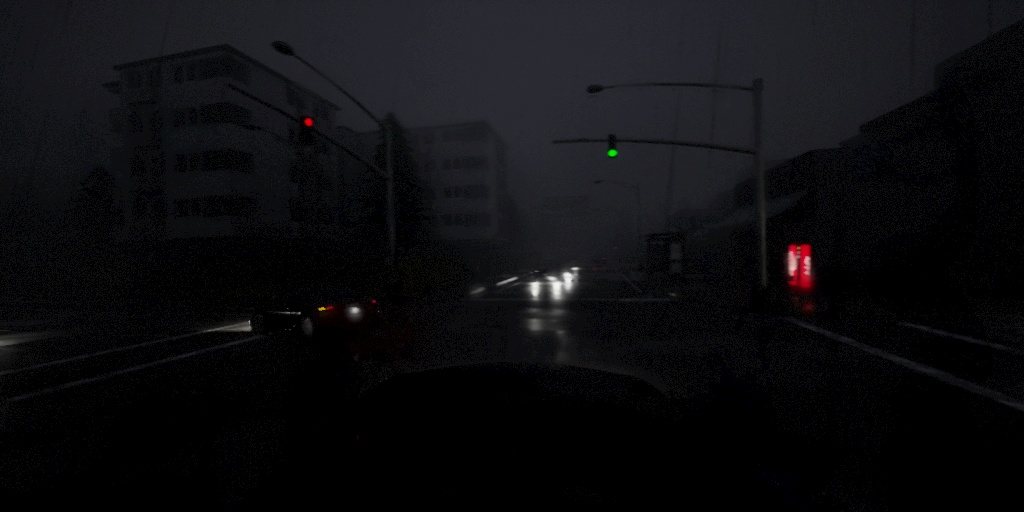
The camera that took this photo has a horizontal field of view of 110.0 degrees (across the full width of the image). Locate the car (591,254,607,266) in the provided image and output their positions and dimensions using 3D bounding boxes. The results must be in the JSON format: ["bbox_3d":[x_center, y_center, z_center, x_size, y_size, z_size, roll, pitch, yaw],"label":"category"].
[{"bbox_3d":[11.552,0.530,47.551,2.128,1.511,4.902,-1,1,13],"label":"car"}]

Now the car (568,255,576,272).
[{"bbox_3d":[5.150,0.903,36.439,1.895,1.301,4.718,-1,1,13],"label":"car"}]

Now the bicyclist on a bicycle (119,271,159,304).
[{"bbox_3d":[-19.078,1.576,18.373,0.582,1.620,1.656,-1,1,13],"label":"bicyclist on a bicycle"}]

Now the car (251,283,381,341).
[{"bbox_3d":[-5.858,1.521,10.616,4.181,1.385,1.994,-3,-1,33],"label":"car"}]

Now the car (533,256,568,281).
[{"bbox_3d":[2.840,0.972,26.676,1.812,1.442,4.674,-1,1,13],"label":"car"}]

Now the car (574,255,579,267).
[{"bbox_3d":[7.588,0.656,46.607,1.837,1.490,4.892,-1,1,14],"label":"car"}]
